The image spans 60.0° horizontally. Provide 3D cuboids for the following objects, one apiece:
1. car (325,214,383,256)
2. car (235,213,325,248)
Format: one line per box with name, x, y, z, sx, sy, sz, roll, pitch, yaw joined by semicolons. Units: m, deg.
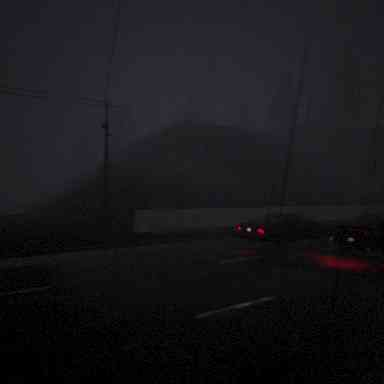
car;7.935;1.633;13.794;5.008;1.535;1.882;0;0;-35
car;4.484;1.685;15.652;5.357;1.411;2.033;1;0;-35
